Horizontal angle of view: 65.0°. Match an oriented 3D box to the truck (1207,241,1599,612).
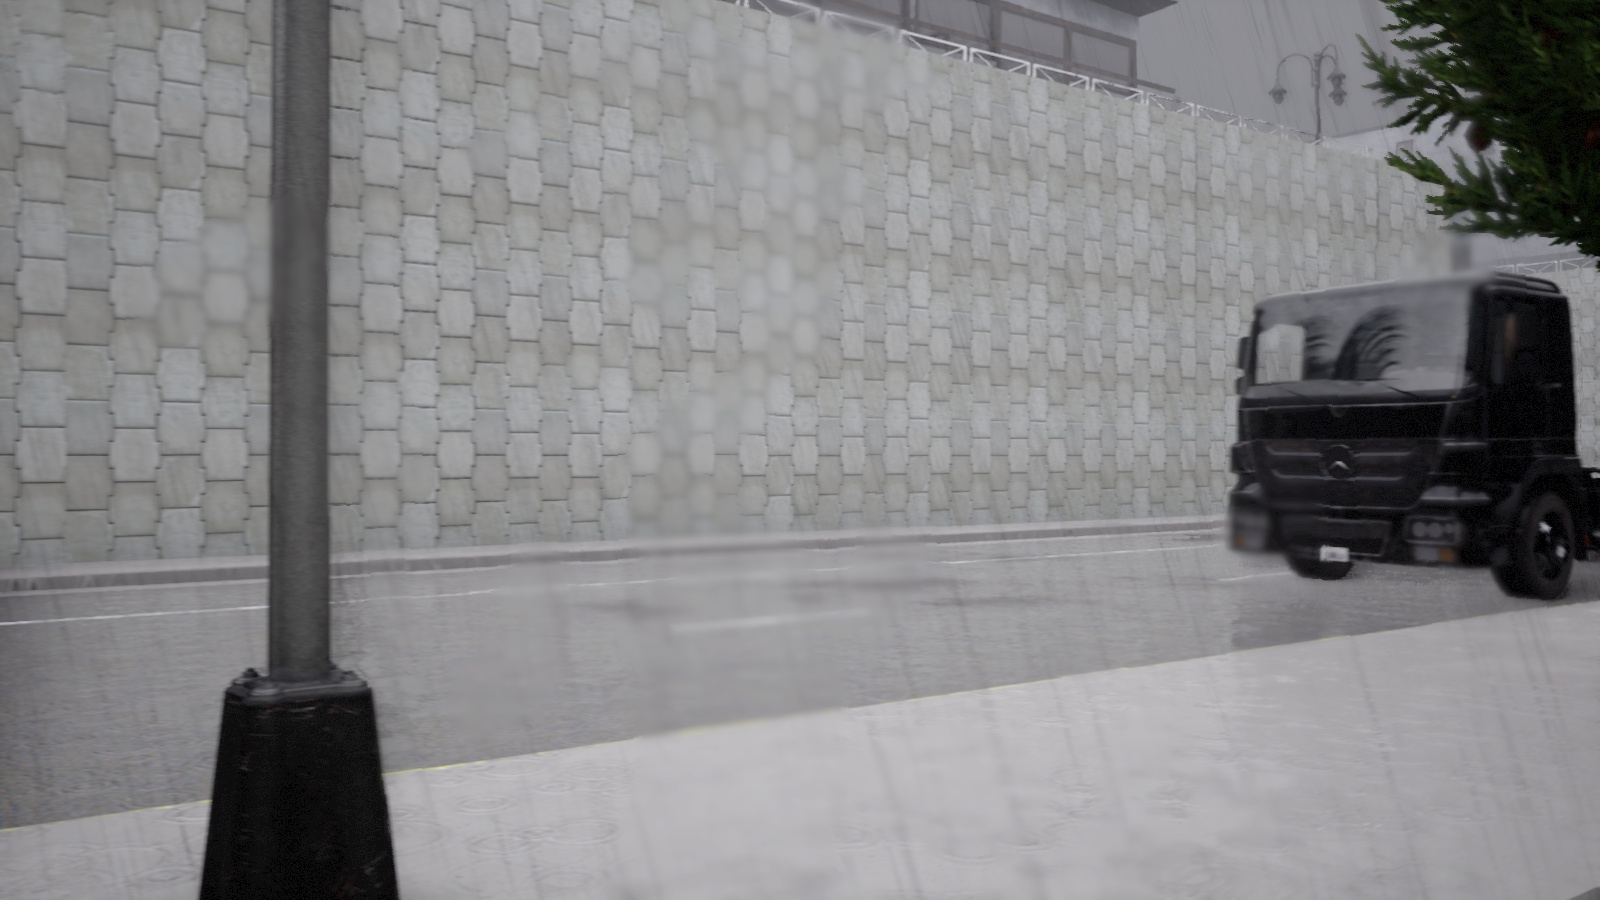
[{"bbox_3d":[8.660,-0.218,15.173,7.936,3.462,2.891,0,0,-35],"label":"truck"}]
